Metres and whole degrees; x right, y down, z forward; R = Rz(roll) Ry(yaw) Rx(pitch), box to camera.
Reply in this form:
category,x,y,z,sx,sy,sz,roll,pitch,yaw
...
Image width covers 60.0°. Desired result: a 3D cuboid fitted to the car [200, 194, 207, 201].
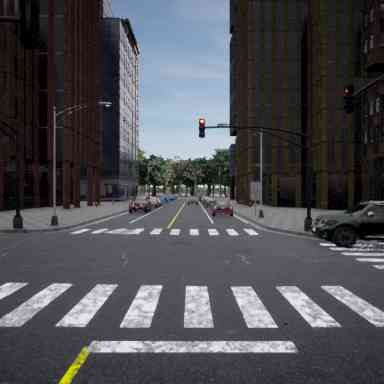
category,x,y,z,sx,sy,sz,roll,pitch,yaw
car,2.808,1.559,58.901,1.887,1.381,4.507,0,0,0

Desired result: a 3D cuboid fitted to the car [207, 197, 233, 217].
category,x,y,z,sx,sy,sz,roll,pitch,yaw
car,2.787,1.444,31.713,1.967,1.590,4.097,0,0,0

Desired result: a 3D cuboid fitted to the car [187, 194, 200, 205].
category,x,y,z,sx,sy,sz,roll,pitch,yaw
car,0.142,1.562,59.484,2.033,1.411,5.357,0,0,0

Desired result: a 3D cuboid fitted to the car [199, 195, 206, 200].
category,x,y,z,sx,sy,sz,roll,pitch,yaw
car,2.833,1.561,91.696,1.752,1.417,4.829,0,0,0

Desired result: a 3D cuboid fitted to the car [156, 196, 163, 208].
category,x,y,z,sx,sy,sz,roll,pitch,yaw
car,-5.726,1.591,48.032,1.802,1.307,4.206,0,0,0

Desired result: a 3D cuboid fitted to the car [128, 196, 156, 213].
category,x,y,z,sx,sy,sz,roll,pitch,yaw
car,-5.734,1.321,37.157,2.192,1.841,5.009,0,0,0

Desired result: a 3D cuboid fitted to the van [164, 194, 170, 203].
category,x,y,z,sx,sy,sz,roll,pitch,yaw
van,-5.714,1.358,64.345,1.690,1.788,3.998,0,0,0

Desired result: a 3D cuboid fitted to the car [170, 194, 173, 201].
category,x,y,z,sx,sy,sz,roll,pitch,yaw
car,-5.709,1.571,69.783,2.008,1.369,4.403,0,0,0

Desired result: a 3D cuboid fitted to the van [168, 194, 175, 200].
category,x,y,z,sx,sy,sz,roll,pitch,yaw
van,-5.693,1.376,91.533,1.690,1.788,3.998,0,0,0

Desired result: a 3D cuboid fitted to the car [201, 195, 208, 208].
category,x,y,z,sx,sy,sz,roll,pitch,yaw
car,2.799,1.560,48.025,2.008,1.369,4.403,0,0,0

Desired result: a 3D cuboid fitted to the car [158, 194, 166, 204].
category,x,y,z,sx,sy,sz,roll,pitch,yaw
car,-5.722,1.537,53.300,1.752,1.417,4.829,0,0,0

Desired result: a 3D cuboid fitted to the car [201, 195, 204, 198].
category,x,y,z,sx,sy,sz,roll,pitch,yaw
car,2.804,1.556,53.463,1.887,1.381,4.507,0,0,0

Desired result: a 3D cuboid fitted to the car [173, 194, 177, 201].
category,x,y,z,sx,sy,sz,roll,pitch,yaw
car,-5.696,1.597,86.095,1.947,1.339,4.313,0,0,0

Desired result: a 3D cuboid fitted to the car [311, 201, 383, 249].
category,x,y,z,sx,sy,sz,roll,pitch,yaw
car,8.359,1.414,14.900,5.566,2.045,2.150,1,0,6

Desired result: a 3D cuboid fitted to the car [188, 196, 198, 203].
category,x,y,z,sx,sy,sz,roll,pitch,yaw
car,0.155,1.584,69.774,1.994,1.385,4.181,0,0,0
